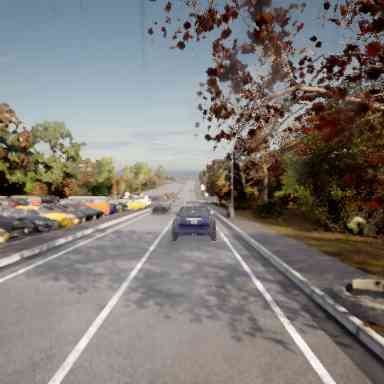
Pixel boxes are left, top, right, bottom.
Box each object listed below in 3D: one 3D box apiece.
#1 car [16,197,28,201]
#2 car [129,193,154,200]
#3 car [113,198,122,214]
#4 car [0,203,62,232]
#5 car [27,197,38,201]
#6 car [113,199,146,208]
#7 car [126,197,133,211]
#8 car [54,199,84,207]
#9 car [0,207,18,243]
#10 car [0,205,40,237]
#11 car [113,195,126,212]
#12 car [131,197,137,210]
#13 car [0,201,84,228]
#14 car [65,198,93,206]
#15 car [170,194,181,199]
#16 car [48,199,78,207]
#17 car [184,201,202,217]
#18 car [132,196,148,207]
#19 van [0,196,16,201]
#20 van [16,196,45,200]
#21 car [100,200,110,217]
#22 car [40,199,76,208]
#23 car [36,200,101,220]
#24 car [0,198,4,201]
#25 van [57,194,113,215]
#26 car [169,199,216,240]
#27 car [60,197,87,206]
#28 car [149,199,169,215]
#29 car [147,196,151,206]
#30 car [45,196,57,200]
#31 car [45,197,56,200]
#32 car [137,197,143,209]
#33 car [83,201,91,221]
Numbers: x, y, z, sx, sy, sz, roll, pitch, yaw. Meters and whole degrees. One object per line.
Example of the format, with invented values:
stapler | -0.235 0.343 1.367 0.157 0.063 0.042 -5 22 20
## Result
car | -23.351 1.742 40.835 4.792 1.488 2.163 0 0 0
car | -10.240 1.731 60.188 5.566 2.045 2.435 0 -1 0
car | -10.280 1.700 35.211 4.792 1.488 2.163 0 0 0
car | -10.283 1.568 18.554 4.892 1.521 2.231 0 0 0
car | -23.347 1.770 43.474 4.792 1.488 2.163 0 -1 0
car | -10.227 1.901 54.632 4.892 1.521 2.231 0 -1 0
car | -10.236 1.714 40.764 4.892 1.521 2.231 0 -1 0
car | -23.258 2.052 62.986 4.792 1.488 2.163 0 -1 0
car | -10.100 1.530 13.002 5.366 1.575 1.946 0 0 0
car | -10.275 1.551 15.778 4.892 1.521 2.231 0 0 0
car | -10.278 1.564 37.986 4.553 1.767 2.185 0 0 0
car | -10.423 1.739 43.532 5.366 1.575 1.946 0 -1 0
car | -10.087 1.581 21.330 5.366 1.575 1.946 0 0 0
car | -23.274 2.103 68.403 5.008 1.535 2.097 0 -1 0
car | -3.486 1.759 77.963 1.882 1.535 5.008 0 -1 0
car | -23.289 2.021 60.217 4.674 1.452 2.002 0 -1 0
car | 0.078 1.690 35.146 1.837 1.490 4.892 0 -1 0
car | -10.039 1.855 51.856 5.366 1.575 1.946 0 -1 0
van | -23.218 1.463 38.085 4.442 1.987 1.878 0 0 0
van | -23.430 1.550 46.249 4.442 1.987 1.878 0 -1 0
car | -10.230 1.665 29.659 4.792 1.488 2.163 0 0 0
car | -23.110 1.937 57.447 5.366 1.575 1.946 0 -1 0
car | -10.235 1.648 26.882 4.792 1.488 2.163 0 0 0
car | -23.336 1.669 35.298 5.008 1.535 2.097 0 0 0
van | -10.372 1.427 32.436 4.442 1.987 1.878 0 0 0
car | 0.098 1.409 17.474 2.097 1.767 4.553 0 0 0
car | -23.315 1.936 65.634 4.553 1.767 2.185 0 -1 0
car | -3.372 1.806 37.504 1.895 1.301 4.718 0 0 0
car | -10.402 1.938 57.408 5.366 1.575 1.946 0 -1 0
car | -23.333 1.606 51.912 5.566 2.045 2.435 0 -1 0
car | -23.281 1.846 49.139 4.792 1.488 2.163 0 -1 0
car | -10.048 1.773 46.184 5.366 1.575 1.946 0 -1 0
car | -10.239 1.631 24.106 4.792 1.488 2.163 0 0 0
